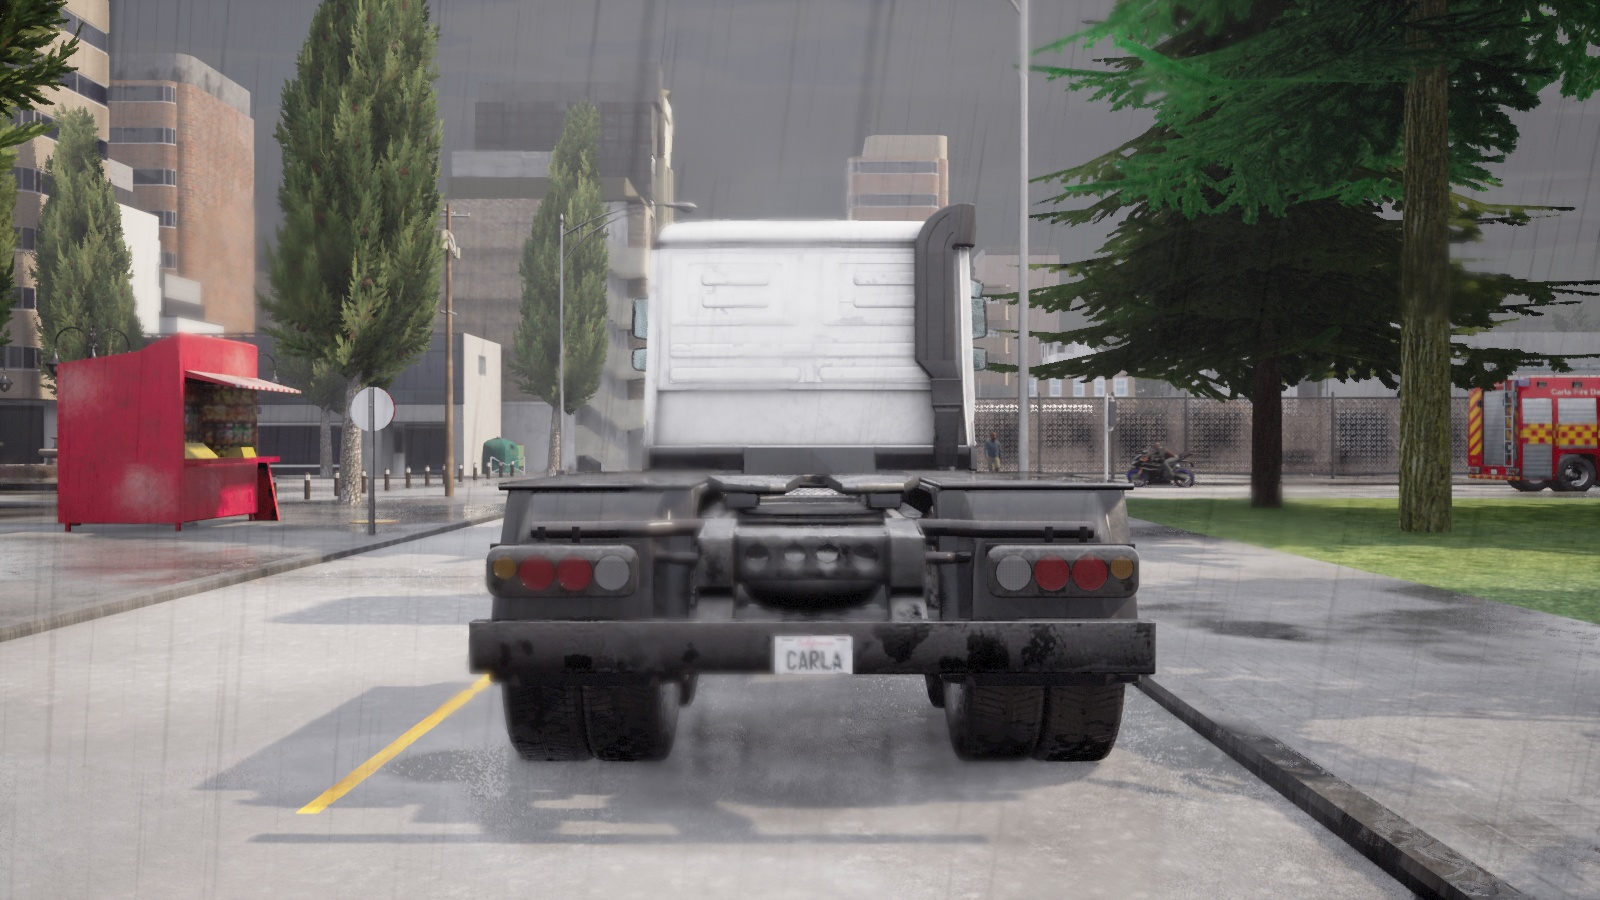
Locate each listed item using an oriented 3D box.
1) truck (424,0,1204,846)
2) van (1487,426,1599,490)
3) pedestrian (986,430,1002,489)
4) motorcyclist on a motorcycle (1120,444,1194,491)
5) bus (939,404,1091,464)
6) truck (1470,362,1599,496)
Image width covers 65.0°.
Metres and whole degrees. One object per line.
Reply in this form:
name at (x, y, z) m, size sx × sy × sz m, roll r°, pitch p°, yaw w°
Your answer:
truck at (0.072, -0.284, 8.629) m, size 2.891 × 3.462 × 7.936 m, roll 0°, pitch 0°, yaw 0°
van at (25.429, 0.260, 41.328) m, size 4.480 × 2.038 × 2.069 m, roll 0°, pitch 0°, yaw 0°
pedestrian at (6.143, 0.289, 39.762) m, size 0.370 × 1.835 × 0.726 m, roll 0°, pitch 0°, yaw 0°
motorcyclist on a motorcycle at (11.768, 0.557, 41.400) m, size 2.191 × 1.530 × 0.866 m, roll 0°, pitch 0°, yaw 0°
bus at (15.422, -1.131, 90.684) m, size 10.273 × 4.253 × 3.944 m, roll 0°, pitch 0°, yaw 0°
truck at (24.945, -0.609, 37.322) m, size 8.468 × 3.827 × 2.891 m, roll 0°, pitch 0°, yaw 0°
